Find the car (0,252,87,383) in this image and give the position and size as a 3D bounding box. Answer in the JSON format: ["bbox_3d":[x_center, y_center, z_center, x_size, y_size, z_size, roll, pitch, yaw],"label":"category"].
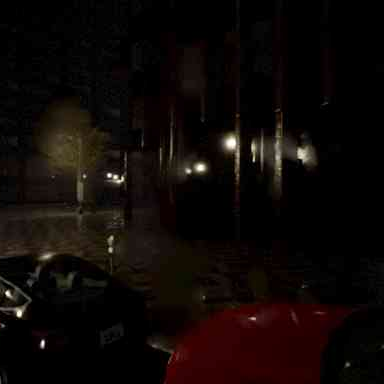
[{"bbox_3d":[-2.549,1.567,4.781,4.313,1.339,1.947,0,0,35],"label":"car"}]

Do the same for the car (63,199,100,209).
[{"bbox_3d":[-14.703,1.544,44.432,1.895,1.301,4.718,0,0,35],"label":"car"}]

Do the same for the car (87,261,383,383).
[{"bbox_3d":[2.040,1.315,1.509,5.009,1.841,2.192,0,0,35],"label":"car"}]
